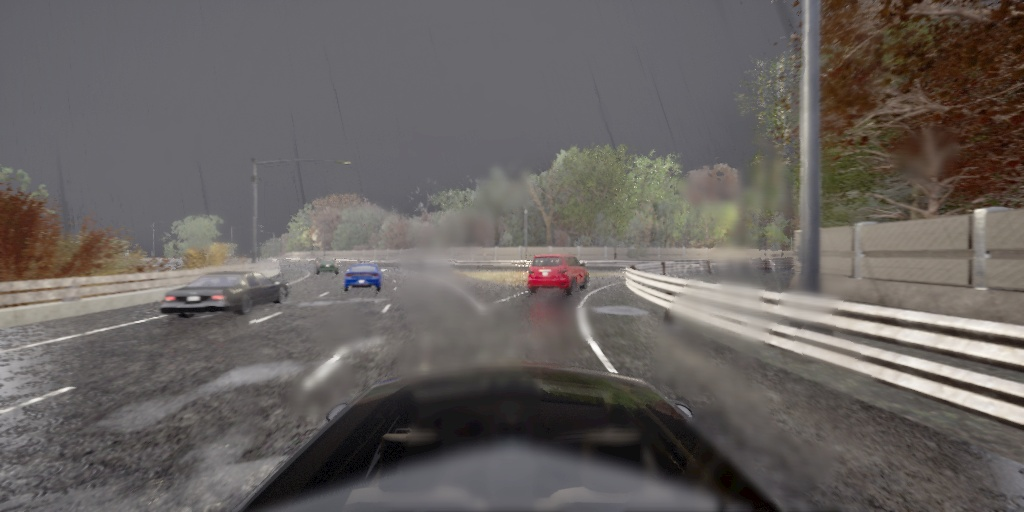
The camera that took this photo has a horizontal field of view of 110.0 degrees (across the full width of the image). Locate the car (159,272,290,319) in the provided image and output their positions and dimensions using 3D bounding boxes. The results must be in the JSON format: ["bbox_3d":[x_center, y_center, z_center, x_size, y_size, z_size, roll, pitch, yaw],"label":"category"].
[{"bbox_3d":[-9.848,1.282,12.841,2.033,1.411,5.357,0,0,-14],"label":"car"}]

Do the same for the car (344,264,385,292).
[{"bbox_3d":[-8.695,1.193,21.311,1.882,1.535,5.008,0,0,-18],"label":"car"}]

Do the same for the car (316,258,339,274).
[{"bbox_3d":[-20.246,1.038,39.301,2.097,1.767,4.553,0,0,-28],"label":"car"}]

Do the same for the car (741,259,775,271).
[{"bbox_3d":[31.916,1.105,46.636,5.008,1.535,1.882,0,0,-23],"label":"car"}]

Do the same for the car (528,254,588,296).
[{"bbox_3d":[2.604,0.932,19.315,2.150,2.045,5.566,-1,0,23],"label":"car"}]
